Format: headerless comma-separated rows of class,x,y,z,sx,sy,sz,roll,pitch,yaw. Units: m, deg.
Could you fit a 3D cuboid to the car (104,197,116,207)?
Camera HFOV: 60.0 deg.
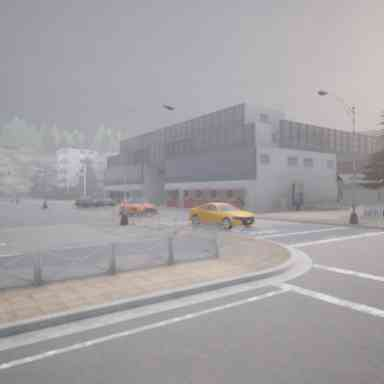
car,-12.619,1.465,47.904,2.033,1.411,5.357,0,0,-34

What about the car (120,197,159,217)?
car,-4.859,1.285,30.400,2.097,1.767,4.553,0,0,-35

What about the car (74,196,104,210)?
car,-13.241,1.533,42.458,1.895,1.301,4.718,0,0,-35

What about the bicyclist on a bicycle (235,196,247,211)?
bicyclist on a bicycle,4.415,1.203,30.182,1.656,1.620,0.582,-1,0,-35

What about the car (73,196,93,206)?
car,-18.336,1.423,56.013,1.837,1.490,4.892,0,0,-35

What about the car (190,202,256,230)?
car,1.803,1.410,20.857,1.882,1.535,5.008,0,0,-35
